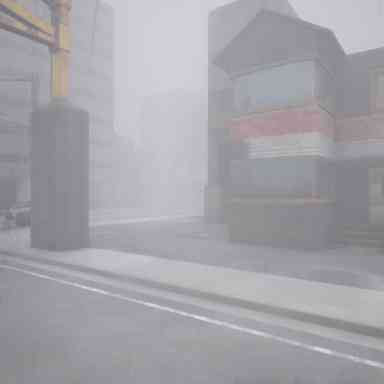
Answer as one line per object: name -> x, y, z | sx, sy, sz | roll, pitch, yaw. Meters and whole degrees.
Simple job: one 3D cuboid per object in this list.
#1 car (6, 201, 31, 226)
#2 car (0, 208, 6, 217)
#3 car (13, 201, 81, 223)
car -> -9.742, 1.453, 22.753 | 2.038, 1.542, 4.974 | 0, 0, 15
car -> -12.899, 1.295, 25.453 | 4.536, 1.218, 1.853 | 0, 0, -30
car -> -9.728, 1.295, 22.803 | 1.853, 1.218, 4.536 | 0, 0, 15
